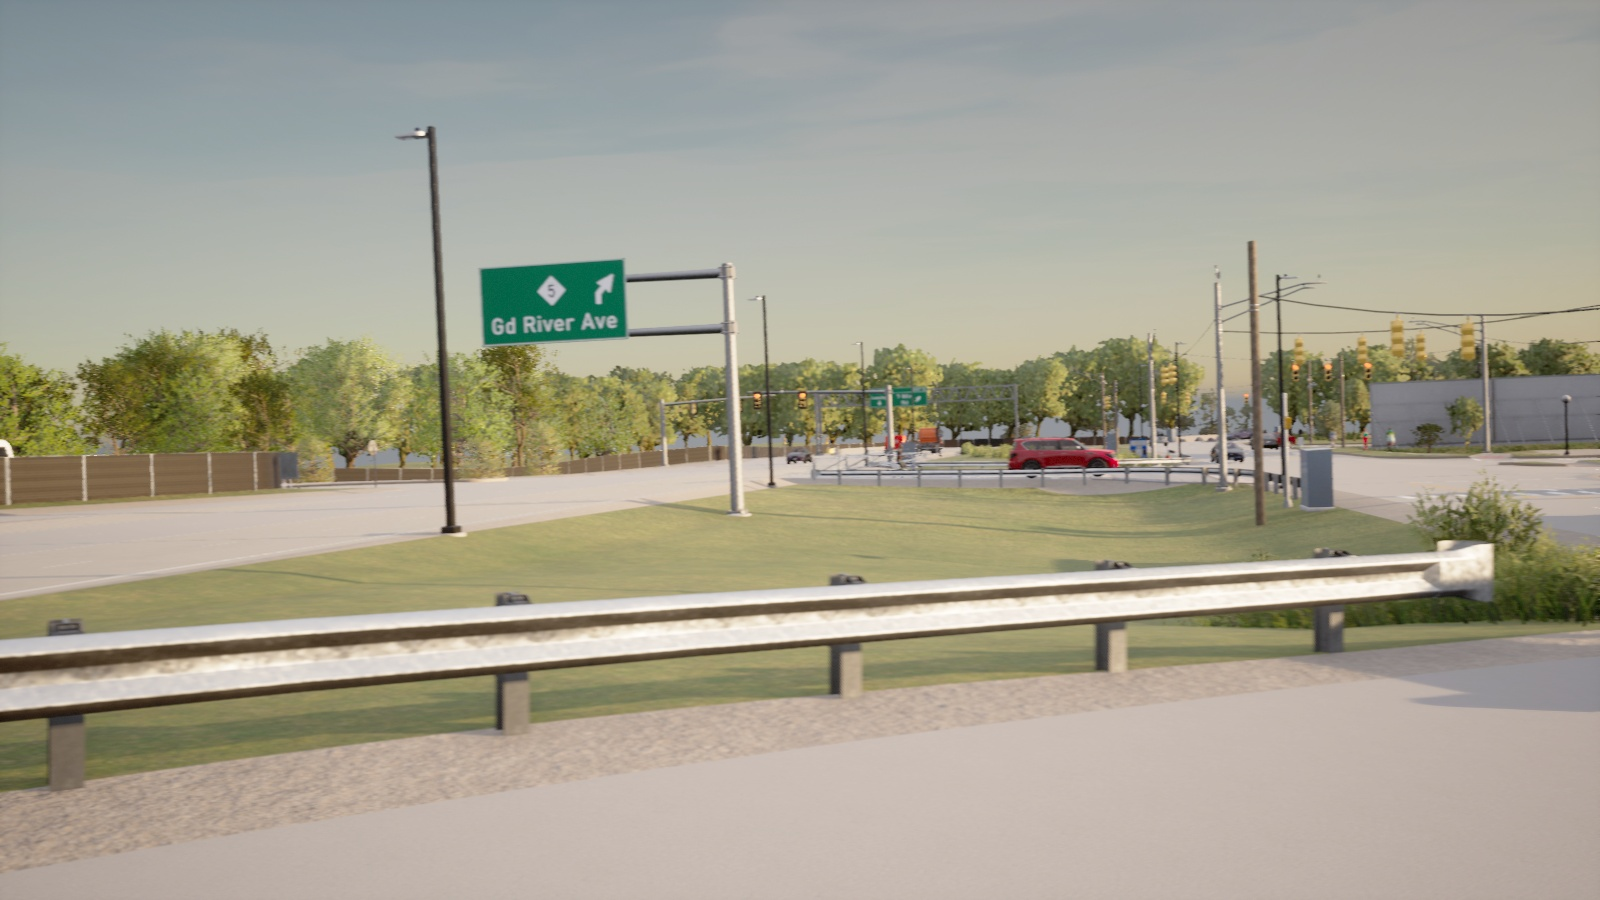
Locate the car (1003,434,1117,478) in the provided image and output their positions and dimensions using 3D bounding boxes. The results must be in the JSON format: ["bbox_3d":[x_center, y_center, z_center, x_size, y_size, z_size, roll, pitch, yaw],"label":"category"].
[{"bbox_3d":[13.342,0.312,64.378,5.566,2.045,2.150,-2,0,13],"label":"car"}]

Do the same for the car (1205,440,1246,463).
[{"bbox_3d":[29.579,0.053,87.371,2.033,1.411,5.357,-2,1,12],"label":"car"}]
